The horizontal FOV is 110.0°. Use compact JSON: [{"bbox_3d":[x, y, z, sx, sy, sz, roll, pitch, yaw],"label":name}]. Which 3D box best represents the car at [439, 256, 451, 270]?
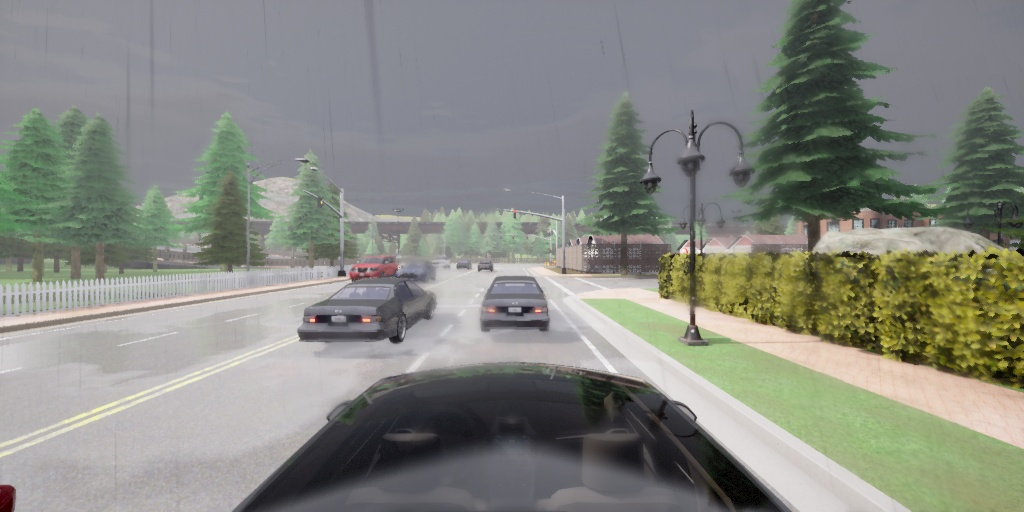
[{"bbox_3d":[-10.499,0.971,53.233,2.150,2.045,5.566,0,0,0],"label":"car"}]

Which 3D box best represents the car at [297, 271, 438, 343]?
[{"bbox_3d":[-3.416,1.297,9.624,2.033,1.411,5.357,0,0,0],"label":"car"}]

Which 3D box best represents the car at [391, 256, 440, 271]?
[{"bbox_3d":[-7.097,1.102,26.853,2.097,1.767,4.553,0,0,0],"label":"car"}]

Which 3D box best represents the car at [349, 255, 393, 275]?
[{"bbox_3d":[-10.597,0.971,28.058,2.150,2.045,5.566,0,0,0],"label":"car"}]

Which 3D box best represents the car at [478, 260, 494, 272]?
[{"bbox_3d":[-3.395,1.241,46.713,2.128,1.511,4.902,0,0,0],"label":"car"}]

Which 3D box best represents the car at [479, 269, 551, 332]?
[{"bbox_3d":[0.085,1.297,10.839,2.033,1.411,5.357,0,0,0],"label":"car"}]

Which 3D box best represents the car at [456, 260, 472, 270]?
[{"bbox_3d":[-7.001,1.298,52.894,2.033,1.411,5.357,0,0,0],"label":"car"}]
